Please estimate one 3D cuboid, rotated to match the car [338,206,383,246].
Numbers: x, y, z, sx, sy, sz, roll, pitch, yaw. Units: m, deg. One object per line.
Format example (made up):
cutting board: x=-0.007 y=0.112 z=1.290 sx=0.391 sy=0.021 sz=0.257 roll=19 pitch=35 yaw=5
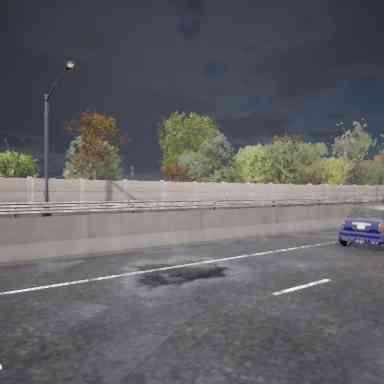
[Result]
car: x=8.244 y=1.369 z=14.050 sx=4.553 sy=1.767 sz=2.097 roll=0 pitch=0 yaw=-35
